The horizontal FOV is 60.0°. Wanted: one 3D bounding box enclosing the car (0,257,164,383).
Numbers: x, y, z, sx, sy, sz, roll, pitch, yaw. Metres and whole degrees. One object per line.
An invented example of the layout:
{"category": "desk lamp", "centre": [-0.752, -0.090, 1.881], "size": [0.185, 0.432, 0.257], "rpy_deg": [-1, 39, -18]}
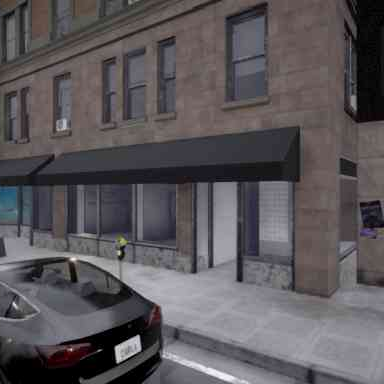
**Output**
{"category": "car", "centre": [-2.314, 1.566, 4.451], "size": [4.313, 1.339, 1.947], "rpy_deg": [0, 0, 35]}
